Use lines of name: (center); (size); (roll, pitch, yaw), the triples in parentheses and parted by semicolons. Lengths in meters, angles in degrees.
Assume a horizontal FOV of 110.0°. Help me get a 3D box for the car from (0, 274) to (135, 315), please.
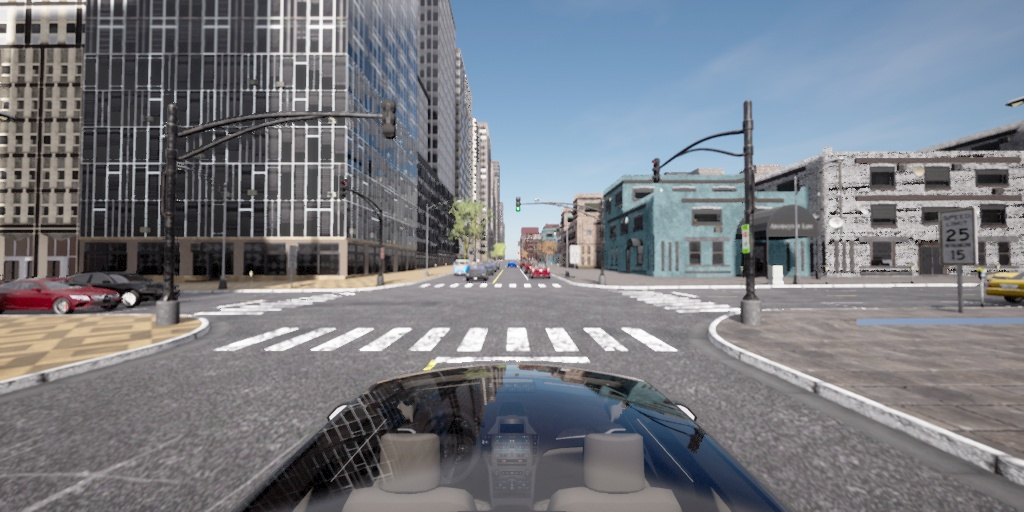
car: (-17.421, 1.492, 13.568); (4.207, 1.307, 1.802); (0, 0, 1)

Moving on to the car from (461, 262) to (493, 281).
car: (-3.089, 1.507, 32.603); (2.033, 1.411, 5.357); (0, 0, -1)

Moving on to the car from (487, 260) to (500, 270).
car: (-3.104, 1.635, 51.750); (2.033, 1.411, 5.357); (0, 0, 0)

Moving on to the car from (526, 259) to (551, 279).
car: (2.686, 1.418, 35.411); (1.967, 1.591, 4.097); (0, 0, 0)

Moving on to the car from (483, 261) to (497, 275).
car: (-3.106, 1.586, 41.907); (1.994, 1.385, 4.181); (0, 0, 0)

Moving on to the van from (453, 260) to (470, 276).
van: (-5.696, 1.357, 41.045); (1.690, 1.789, 3.998); (0, 0, 0)

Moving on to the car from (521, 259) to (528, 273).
car: (2.684, 1.369, 46.758); (2.192, 1.841, 5.009); (0, 0, 0)

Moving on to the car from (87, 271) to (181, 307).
car: (-17.895, 1.456, 16.184); (5.008, 1.535, 1.882); (-1, -1, 0)

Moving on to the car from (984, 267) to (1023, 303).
car: (20.688, 1.070, 13.211); (4.829, 1.417, 1.751); (0, 0, 1)
